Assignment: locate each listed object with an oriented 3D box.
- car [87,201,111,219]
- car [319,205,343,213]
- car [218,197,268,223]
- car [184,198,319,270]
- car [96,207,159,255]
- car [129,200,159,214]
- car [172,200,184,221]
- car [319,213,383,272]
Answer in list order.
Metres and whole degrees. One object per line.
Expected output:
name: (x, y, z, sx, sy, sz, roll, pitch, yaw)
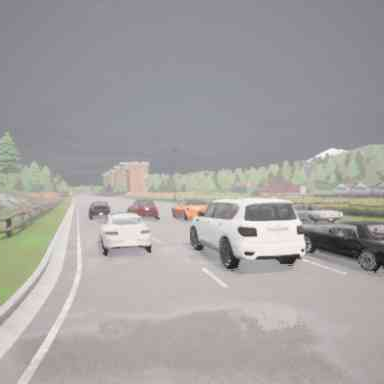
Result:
car: (-8.588, 1.645, 30.803, 1.837, 1.490, 4.892, -1, 0, -19)
car: (8.512, 1.555, 24.157, 1.895, 1.301, 4.718, -1, 0, -19)
car: (3.961, 1.357, 26.591, 2.097, 1.767, 4.553, -1, 0, -19)
car: (1.572, 1.225, 11.420, 2.150, 2.045, 5.566, 0, 0, -16)
car: (-2.829, 1.578, 13.732, 1.812, 1.442, 4.674, -1, 0, -17)
car: (-4.364, 1.446, 29.264, 2.097, 1.767, 4.553, -1, 0, -19)
car: (-0.238, 1.402, 28.012, 2.097, 1.767, 4.553, -1, 0, -19)
car: (5.351, 1.565, 10.699, 1.895, 1.301, 4.718, -1, 0, -14)
